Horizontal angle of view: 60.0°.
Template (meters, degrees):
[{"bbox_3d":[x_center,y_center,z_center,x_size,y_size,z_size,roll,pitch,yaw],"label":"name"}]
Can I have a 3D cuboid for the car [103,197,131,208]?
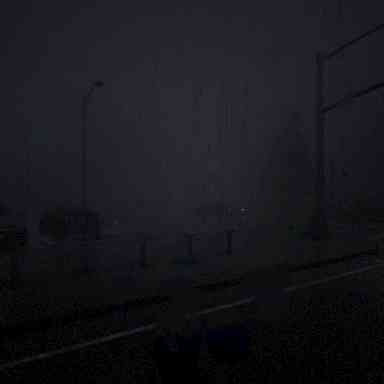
[{"bbox_3d":[-10.835,1.439,46.451,1.837,1.490,4.892,0,0,-36],"label":"car"}]

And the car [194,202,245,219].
[{"bbox_3d":[2.295,1.531,28.454,1.895,1.301,4.718,0,0,-36],"label":"car"}]

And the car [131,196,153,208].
[{"bbox_3d":[-7.523,1.395,47.928,1.882,1.535,5.008,0,0,-36],"label":"car"}]

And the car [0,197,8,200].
[{"bbox_3d":[-21.049,1.359,36.808,1.845,1.501,3.633,0,0,-36],"label":"car"}]

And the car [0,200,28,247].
[{"bbox_3d":[-8.340,1.326,13.813,2.152,1.636,5.027,0,0,-36],"label":"car"}]

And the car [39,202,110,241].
[{"bbox_3d":[-5.825,1.323,15.689,2.007,1.523,4.514,0,0,-36],"label":"car"}]
